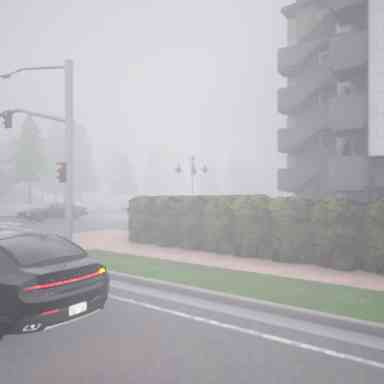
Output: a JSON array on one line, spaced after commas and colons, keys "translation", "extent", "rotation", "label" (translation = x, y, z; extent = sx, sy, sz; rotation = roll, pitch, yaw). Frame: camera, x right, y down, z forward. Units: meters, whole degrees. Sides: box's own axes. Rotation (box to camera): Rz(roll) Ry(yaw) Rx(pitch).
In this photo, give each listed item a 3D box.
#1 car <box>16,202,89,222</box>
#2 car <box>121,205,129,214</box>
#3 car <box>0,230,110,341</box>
[{"translation": [-10.898, 1.542, 26.461], "extent": [2.033, 1.411, 5.357], "rotation": [0, 0, 37], "label": "car"}, {"translation": [-4.766, 1.534, 34.492], "extent": [2.033, 1.411, 5.357], "rotation": [0, 0, 37], "label": "car"}, {"translation": [-3.657, 1.504, 6.436], "extent": [4.892, 1.490, 1.837], "rotation": [0, 0, 37], "label": "car"}]
